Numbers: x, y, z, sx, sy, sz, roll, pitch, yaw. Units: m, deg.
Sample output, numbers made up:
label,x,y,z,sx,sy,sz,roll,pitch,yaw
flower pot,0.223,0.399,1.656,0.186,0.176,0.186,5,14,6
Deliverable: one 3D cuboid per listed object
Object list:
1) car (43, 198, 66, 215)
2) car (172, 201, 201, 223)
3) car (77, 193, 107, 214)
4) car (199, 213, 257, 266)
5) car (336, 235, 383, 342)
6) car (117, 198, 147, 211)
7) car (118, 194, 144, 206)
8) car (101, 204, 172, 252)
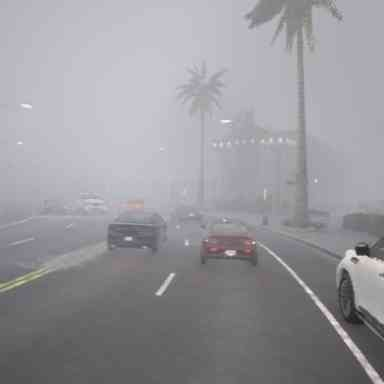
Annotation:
label,x,y,z,sx,sy,sz,roll,pitch,yaw
car,-12.953,1.328,31.334,1.812,1.442,4.674,2,-1,-26
car,-0.568,1.776,28.076,1.994,1.385,4.181,2,-1,-15
car,-10.354,1.141,34.072,2.150,2.045,5.566,2,-1,-28
car,1.269,1.672,12.239,1.812,1.442,4.674,2,0,3
car,3.617,1.382,4.255,2.150,2.045,5.566,2,0,9
car,-7.779,1.581,42.529,1.837,1.490,4.892,3,-1,-36
car,-5.852,1.414,32.493,2.097,1.767,4.553,2,0,-22
car,-2.159,1.519,14.170,1.882,1.535,5.008,2,0,2
